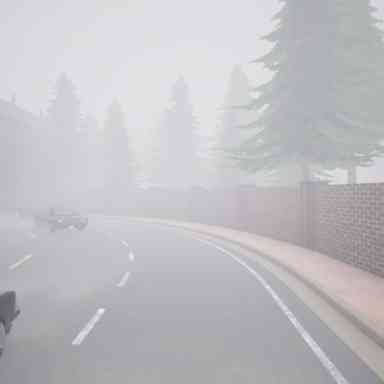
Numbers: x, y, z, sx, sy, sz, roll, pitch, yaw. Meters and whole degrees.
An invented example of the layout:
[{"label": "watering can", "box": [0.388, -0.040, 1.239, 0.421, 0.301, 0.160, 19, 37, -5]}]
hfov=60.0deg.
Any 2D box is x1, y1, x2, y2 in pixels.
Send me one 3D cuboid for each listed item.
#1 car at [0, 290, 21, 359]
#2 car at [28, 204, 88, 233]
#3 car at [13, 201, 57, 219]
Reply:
[{"label": "car", "box": [-3.392, 1.601, 2.646, 1.895, 1.301, 4.718, 0, 0, 0]}, {"label": "car", "box": [-7.944, 1.600, 19.739, 1.895, 1.301, 4.718, 0, 0, -39]}, {"label": "car", "box": [-12.751, 1.501, 27.590, 4.892, 1.490, 1.837, -1, -1, 28]}]
